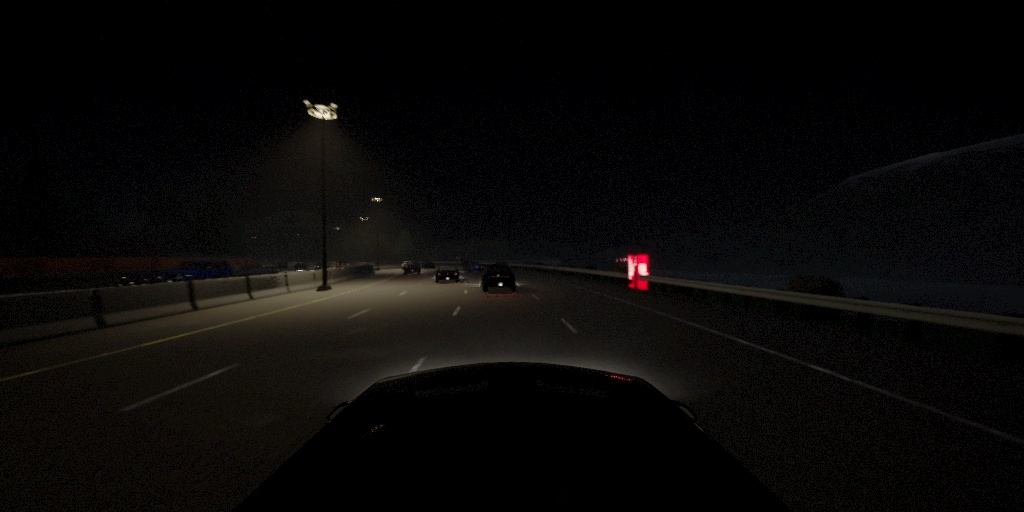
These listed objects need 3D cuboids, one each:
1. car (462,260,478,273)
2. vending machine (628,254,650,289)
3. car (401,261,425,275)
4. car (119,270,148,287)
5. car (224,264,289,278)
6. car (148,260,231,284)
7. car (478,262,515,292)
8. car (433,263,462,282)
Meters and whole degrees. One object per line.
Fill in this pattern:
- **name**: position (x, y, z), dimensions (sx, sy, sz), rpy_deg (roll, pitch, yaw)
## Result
- **car**: position (-5.018, 1.430, 46.238), dimensions (2.033, 1.411, 5.357), rpy_deg (-1, 0, -17)
- **vending machine**: position (7.570, 0.869, 21.390), dimensions (1.100, 2.100, 0.880), rpy_deg (0, 0, -6)
- **car**: position (-11.974, 1.466, 43.244), dimensions (2.128, 1.511, 4.902), rpy_deg (-1, 0, -15)
- **car**: position (-26.603, 1.718, 26.743), dimensions (1.994, 1.385, 4.181), rpy_deg (-1, 0, -9)
- **car**: position (-19.753, 1.609, 28.351), dimensions (2.033, 1.411, 5.357), rpy_deg (-1, 0, -9)
- **car**: position (-22.991, 1.324, 26.349), dimensions (2.150, 2.045, 5.566), rpy_deg (-1, 0, -9)
- **car**: position (-0.929, 1.297, 21.986), dimensions (1.837, 1.490, 4.892), rpy_deg (0, 0, -7)
- **car**: position (-5.440, 1.467, 30.308), dimensions (1.895, 1.301, 4.718), rpy_deg (-1, 0, -10)
